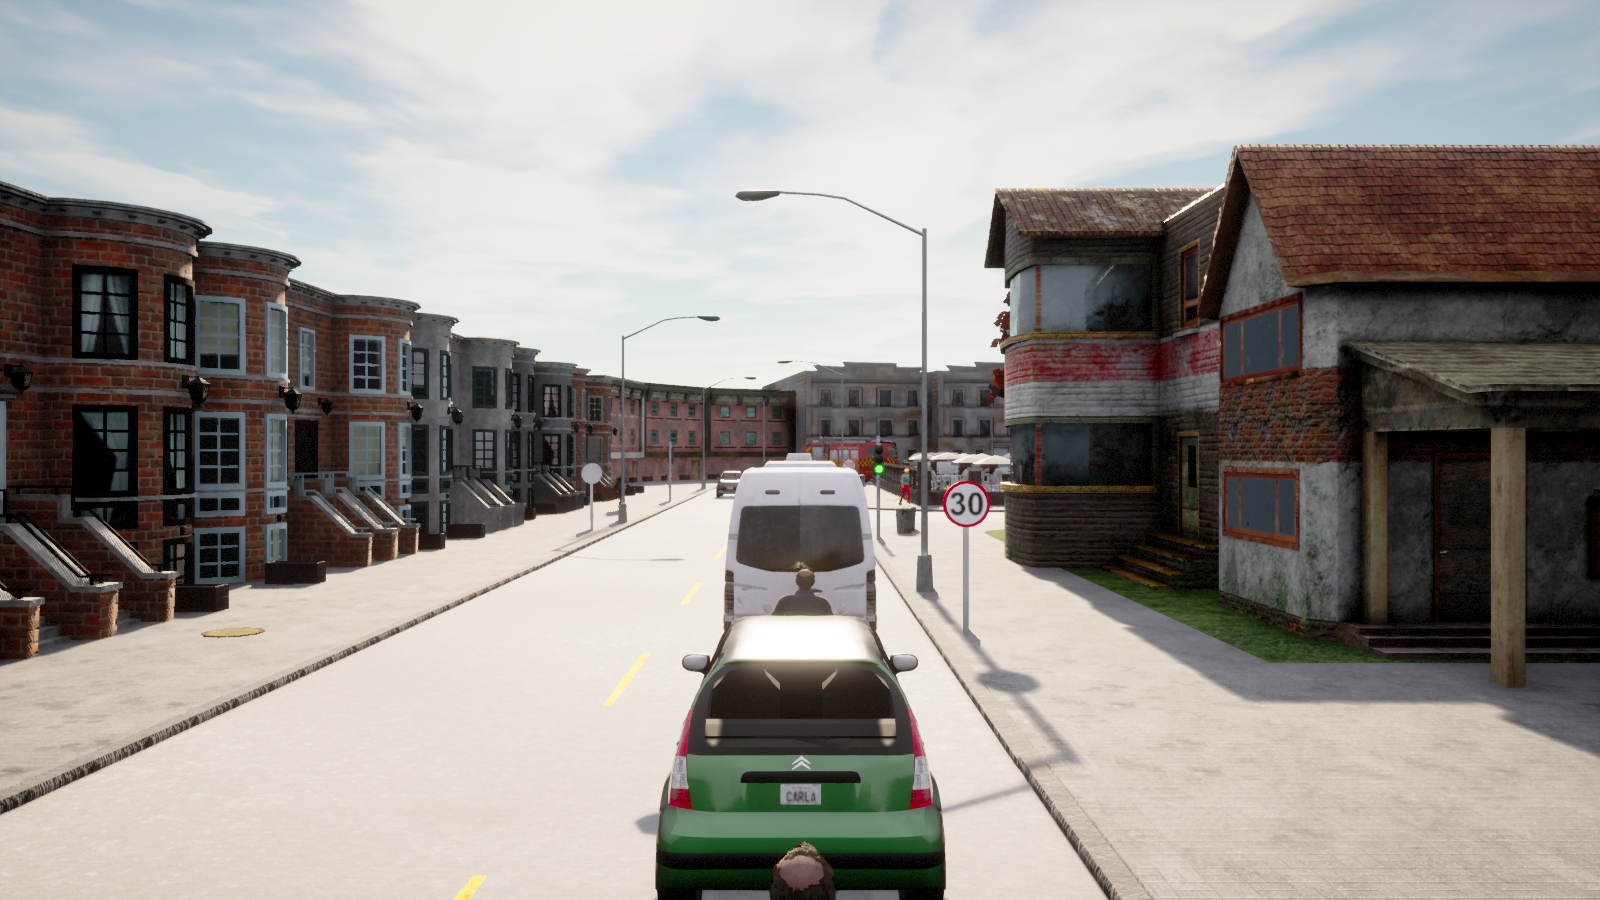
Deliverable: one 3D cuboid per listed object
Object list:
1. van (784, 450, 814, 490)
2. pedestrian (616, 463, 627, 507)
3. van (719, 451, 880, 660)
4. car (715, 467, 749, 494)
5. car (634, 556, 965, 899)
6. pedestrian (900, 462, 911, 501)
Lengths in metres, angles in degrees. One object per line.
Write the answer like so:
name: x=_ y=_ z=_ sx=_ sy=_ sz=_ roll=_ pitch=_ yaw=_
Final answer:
van: x=-0.059 y=1.286 z=76.777 sx=1.988 sy=2.561 sz=5.915 roll=0 pitch=0 yaw=0
pedestrian: x=-7.687 y=1.507 z=49.196 sx=0.375 sy=1.860 sz=0.375 roll=0 pitch=0 yaw=19
van: x=-0.006 y=1.308 z=17.062 sx=1.988 sy=2.561 sz=5.915 roll=0 pitch=0 yaw=0
car: x=-4.014 y=1.781 z=67.520 sx=1.789 sy=1.549 sz=3.705 roll=0 pitch=0 yaw=0
car: x=-0.003 y=1.776 z=8.384 sx=1.851 sy=1.617 sz=3.988 roll=0 pitch=0 yaw=0
pedestrian: x=5.023 y=1.495 z=54.509 sx=0.375 sy=1.860 sz=0.375 roll=0 pitch=0 yaw=-32
